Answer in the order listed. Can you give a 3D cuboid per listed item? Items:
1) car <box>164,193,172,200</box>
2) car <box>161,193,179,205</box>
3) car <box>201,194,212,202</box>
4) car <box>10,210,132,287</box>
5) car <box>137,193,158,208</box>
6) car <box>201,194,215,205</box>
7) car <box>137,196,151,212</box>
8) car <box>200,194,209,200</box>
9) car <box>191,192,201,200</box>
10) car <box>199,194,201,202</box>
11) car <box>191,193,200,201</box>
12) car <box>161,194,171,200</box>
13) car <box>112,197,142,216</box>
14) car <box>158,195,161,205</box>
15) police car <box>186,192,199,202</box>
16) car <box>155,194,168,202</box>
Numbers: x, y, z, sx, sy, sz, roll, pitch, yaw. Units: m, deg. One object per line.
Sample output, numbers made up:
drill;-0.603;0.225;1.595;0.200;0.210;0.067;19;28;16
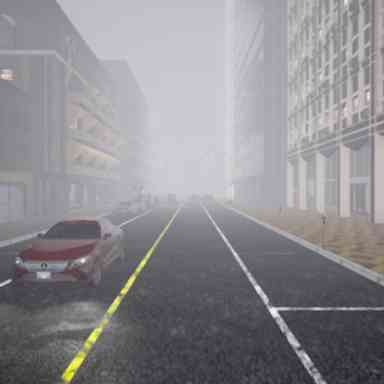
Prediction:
car;-5.692;1.044;79.148;1.752;1.417;4.829;0;0;0
car;-3.078;1.033;50.935;2.097;1.767;4.553;0;0;0
car;2.689;1.164;62.374;2.008;1.369;4.403;0;0;0
car;-3.099;1.463;9.272;1.812;1.442;4.674;0;0;0
car;-5.691;1.062;39.778;2.192;1.841;5.009;0;0;0
car;2.689;1.204;51.246;1.752;1.417;4.829;0;0;0
car;-5.691;1.363;34.131;1.802;1.307;4.206;0;0;0
car;2.689;1.115;73.670;1.947;1.339;4.313;0;0;0
car;0.899;0.877;77.852;2.097;1.767;4.553;0;0;0
car;2.690;1.086;56.723;1.967;1.590;4.097;0;0;0
car;0.780;1.064;71.902;1.837;1.490;4.892;0;0;1
car;-5.692;1.114;73.670;1.947;1.339;4.313;0;0;0
car;-5.691;1.396;28.482;1.802;1.307;4.206;0;0;0
car;-5.691;1.120;51.076;1.967;1.590;4.097;0;0;0
police car;0.247;1.041;61.870;1.930;1.638;5.238;0;0;-18
car;-5.691;1.164;62.372;2.008;1.369;4.403;0;0;0
